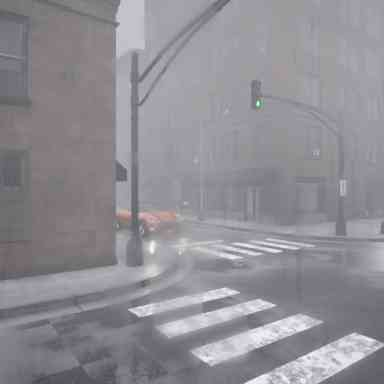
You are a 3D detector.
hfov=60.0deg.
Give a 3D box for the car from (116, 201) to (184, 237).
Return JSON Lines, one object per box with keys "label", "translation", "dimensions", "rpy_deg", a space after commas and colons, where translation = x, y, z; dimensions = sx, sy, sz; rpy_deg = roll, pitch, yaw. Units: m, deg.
{"label": "car", "translation": [-2.362, 1.263, 17.521], "dimensions": [2.097, 1.767, 4.553], "rpy_deg": [0, 0, -35]}
